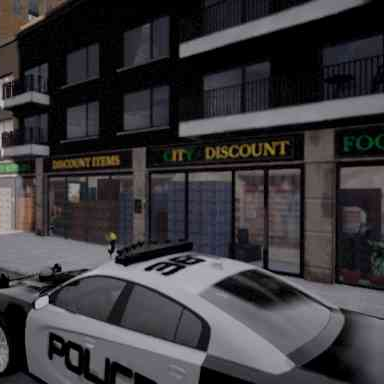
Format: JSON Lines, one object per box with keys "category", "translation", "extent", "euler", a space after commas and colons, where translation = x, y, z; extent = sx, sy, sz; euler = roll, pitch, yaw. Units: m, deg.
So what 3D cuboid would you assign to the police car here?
{"category": "police car", "translation": [-0.529, 1.387, 3.797], "extent": [5.238, 1.638, 1.930], "euler": [1, 1, 36]}
